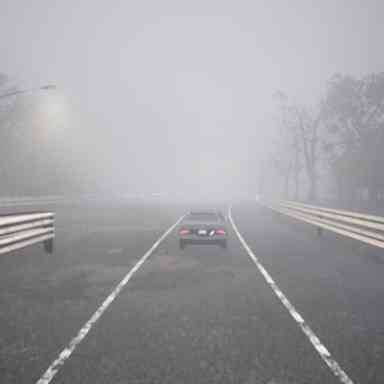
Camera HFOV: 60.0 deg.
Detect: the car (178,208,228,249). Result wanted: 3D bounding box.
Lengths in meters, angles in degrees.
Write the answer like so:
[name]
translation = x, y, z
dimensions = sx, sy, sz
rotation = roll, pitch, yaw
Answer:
[car]
translation = 0.493, 1.371, 13.704
dimensions = 2.033, 1.411, 5.357
rotation = 0, 1, 3
